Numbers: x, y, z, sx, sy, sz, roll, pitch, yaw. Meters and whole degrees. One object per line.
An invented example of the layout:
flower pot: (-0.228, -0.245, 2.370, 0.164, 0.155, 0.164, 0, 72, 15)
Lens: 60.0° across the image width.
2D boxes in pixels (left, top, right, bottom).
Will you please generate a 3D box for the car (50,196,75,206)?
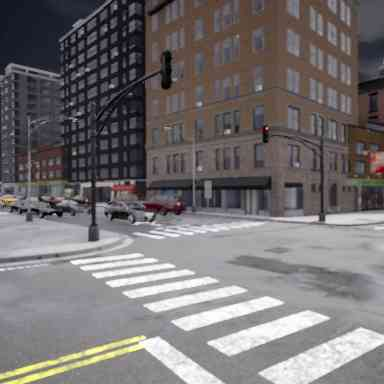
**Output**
car: (-18.193, 1.265, 46.701, 1.802, 1.307, 4.206, 0, 0, -44)

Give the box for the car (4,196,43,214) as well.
car: (-16.634, 1.413, 32.853, 1.947, 1.339, 4.313, 0, 0, -44)

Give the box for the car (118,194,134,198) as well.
car: (-6.684, 1.145, 34.842, 2.192, 1.841, 5.009, 0, 0, -44)

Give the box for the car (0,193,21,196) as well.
car: (-24.855, 1.171, 45.336, 1.882, 1.535, 5.008, -1, 1, -43)

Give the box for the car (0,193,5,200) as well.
car: (-41.206, 0.937, 70.414, 1.947, 1.339, 4.313, 0, 0, -44)

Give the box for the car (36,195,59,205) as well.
car: (-22.029, 1.215, 50.653, 1.802, 1.307, 4.206, 0, 0, -44)

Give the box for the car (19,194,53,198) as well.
car: (-17.923, 1.310, 38.142, 1.812, 1.442, 4.674, -1, 1, -44)

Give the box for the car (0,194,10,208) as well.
car: (-24.184, 1.275, 40.633, 1.752, 1.417, 4.829, 0, 0, -44)

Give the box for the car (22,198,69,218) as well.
car: (-12.799, 1.461, 28.902, 1.947, 1.339, 4.313, 0, 0, -44)

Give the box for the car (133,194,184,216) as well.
car: (-2.848, 1.193, 30.890, 2.192, 1.841, 5.009, 0, 0, -44)

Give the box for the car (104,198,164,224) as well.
car: (-4.584, 1.443, 24.385, 2.128, 1.511, 4.902, -1, 1, -44)

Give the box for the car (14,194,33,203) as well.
car: (-29.700, 1.112, 58.558, 1.802, 1.307, 4.206, 0, 0, -44)

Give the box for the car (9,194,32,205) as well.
car: (-26.781, 1.091, 51.852, 1.882, 1.535, 5.008, -1, 1, -44)

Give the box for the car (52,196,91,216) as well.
car: (-10.998, 1.398, 30.993, 1.812, 1.442, 4.674, -1, 1, -44)

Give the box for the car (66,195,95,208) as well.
car: (-14.356, 1.173, 42.748, 1.967, 1.590, 4.097, 0, 0, -44)
